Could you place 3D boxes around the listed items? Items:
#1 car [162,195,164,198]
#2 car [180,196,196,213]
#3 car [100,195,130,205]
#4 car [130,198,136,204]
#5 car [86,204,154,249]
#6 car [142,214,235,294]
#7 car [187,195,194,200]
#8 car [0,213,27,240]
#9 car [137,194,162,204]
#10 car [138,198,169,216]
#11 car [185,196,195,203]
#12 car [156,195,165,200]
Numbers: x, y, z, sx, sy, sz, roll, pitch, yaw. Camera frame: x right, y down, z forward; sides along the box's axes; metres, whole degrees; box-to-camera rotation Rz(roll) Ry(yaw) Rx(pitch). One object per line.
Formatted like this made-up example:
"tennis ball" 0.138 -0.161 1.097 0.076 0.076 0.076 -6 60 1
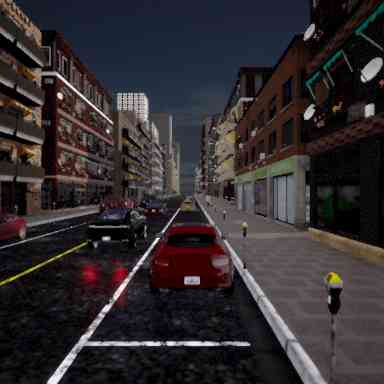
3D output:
"car" -8.834 1.540 87.882 2.008 1.369 4.403 0 0 0
"car" -0.454 1.524 37.323 1.752 1.417 4.829 0 0 0
"car" -8.833 1.314 37.157 2.192 1.841 5.009 0 0 0
"car" -8.834 1.438 42.793 1.967 1.590 4.097 0 0 0
"car" -3.145 1.496 14.614 2.128 1.511 4.902 0 0 0
"car" 0.004 1.525 8.649 1.812 1.442 4.674 0 0 0
"car" -0.452 1.513 93.685 1.752 1.417 4.829 0 0 0
"car" -8.835 1.582 14.612 1.802 1.307 4.206 0 0 0
"car" -6.146 1.325 48.585 2.150 2.045 5.566 0 0 0
"car" -3.145 1.564 29.614 2.033 1.411 5.357 0 0 0
"car" -0.453 1.544 70.970 2.008 1.369 4.403 0 0 0
"car" -8.834 1.538 93.519 2.008 1.369 4.403 0 0 0
